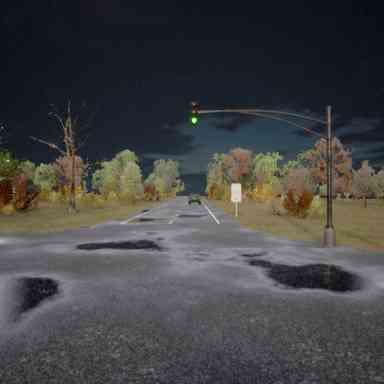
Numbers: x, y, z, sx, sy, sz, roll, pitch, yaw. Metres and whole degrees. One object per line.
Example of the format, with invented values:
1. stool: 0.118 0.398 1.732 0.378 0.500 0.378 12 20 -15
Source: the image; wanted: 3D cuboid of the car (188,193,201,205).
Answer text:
1. car: 0.473 1.266 59.234 2.150 2.045 5.566 0 0 0
